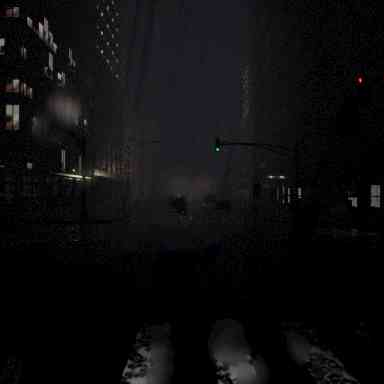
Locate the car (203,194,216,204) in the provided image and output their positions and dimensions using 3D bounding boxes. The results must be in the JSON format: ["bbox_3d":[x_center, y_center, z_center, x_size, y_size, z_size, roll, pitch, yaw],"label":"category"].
[{"bbox_3d":[3.659,1.322,63.867,2.192,1.841,5.009,0,0,0],"label":"car"}]

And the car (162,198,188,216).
[{"bbox_3d":[-1.562,1.586,32.718,1.994,1.385,4.181,0,0,0],"label":"car"}]

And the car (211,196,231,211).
[{"bbox_3d":[3.845,1.585,41.759,1.947,1.339,4.313,0,0,0],"label":"car"}]

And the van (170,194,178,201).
[{"bbox_3d":[-4.324,1.333,80.402,1.690,1.788,3.998,0,0,0],"label":"van"}]

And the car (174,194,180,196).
[{"bbox_3d":[-1.692,1.490,56.606,1.882,1.535,5.008,0,0,0],"label":"car"}]

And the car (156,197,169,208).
[{"bbox_3d":[-4.118,1.599,47.236,1.802,1.307,4.206,0,0,0],"label":"car"}]

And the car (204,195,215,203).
[{"bbox_3d":[3.625,1.442,69.396,1.967,1.590,4.097,0,0,0],"label":"car"}]

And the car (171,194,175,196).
[{"bbox_3d":[-4.221,1.573,63.819,1.947,1.339,4.313,0,0,0],"label":"car"}]

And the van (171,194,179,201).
[{"bbox_3d":[-4.358,1.327,85.929,1.690,1.788,3.998,0,0,0],"label":"van"}]

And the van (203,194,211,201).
[{"bbox_3d":[3.556,1.333,80.450,1.690,1.788,3.998,0,0,0],"label":"van"}]

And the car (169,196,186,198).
[{"bbox_3d":[-1.624,1.545,42.744,1.812,1.442,4.674,0,0,0],"label":"car"}]
